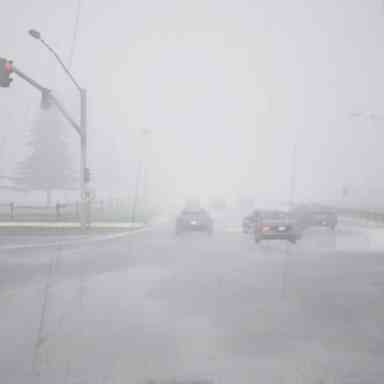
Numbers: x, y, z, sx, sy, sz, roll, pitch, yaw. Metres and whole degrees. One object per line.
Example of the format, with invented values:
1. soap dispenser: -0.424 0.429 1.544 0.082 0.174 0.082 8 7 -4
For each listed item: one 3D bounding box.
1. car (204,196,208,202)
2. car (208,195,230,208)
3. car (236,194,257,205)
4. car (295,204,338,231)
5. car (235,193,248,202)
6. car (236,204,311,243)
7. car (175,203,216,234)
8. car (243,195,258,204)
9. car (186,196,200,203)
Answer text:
1. car: 3.495 1.469 70.356 1.895 1.301 4.718 0 0 0
2. car: 3.597 1.482 45.320 1.994 1.385 4.181 0 0 0
3. car: 7.099 1.410 44.832 2.128 1.511 4.902 0 0 0
4. car: 7.098 1.454 20.263 2.128 1.511 4.902 0 0 0
5. car: 10.495 1.137 70.299 2.097 1.767 4.553 0 0 0
6. car: 3.598 1.519 15.851 2.033 1.411 5.357 0 0 0
7. car: 0.098 1.530 18.916 1.994 1.385 4.181 0 0 0
8. car: 10.496 1.397 59.910 1.837 1.490 4.892 0 0 0
9. car: 0.098 1.523 43.430 1.895 1.301 4.718 0 0 0
